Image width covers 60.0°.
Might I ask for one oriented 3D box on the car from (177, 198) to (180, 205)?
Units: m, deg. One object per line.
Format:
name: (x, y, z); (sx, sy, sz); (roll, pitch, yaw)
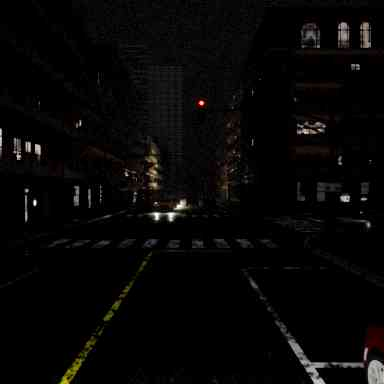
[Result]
car: (-3.121, 1.559, 49.277); (2.033, 1.411, 5.357); (0, 0, 0)

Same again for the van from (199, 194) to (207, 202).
van: (2.640, 1.377, 78.458); (1.690, 1.788, 3.998); (-1, 0, 0)

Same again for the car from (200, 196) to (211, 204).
car: (2.649, 1.576, 67.402); (2.008, 1.369, 4.403); (-1, 0, 0)

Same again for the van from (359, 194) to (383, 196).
van: (15.628, 1.035, 27.397); (3.998, 1.788, 1.690); (-1, 1, -1)

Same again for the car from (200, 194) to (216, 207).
car: (2.656, 1.453, 50.819); (1.967, 1.590, 4.097); (-1, 0, 0)

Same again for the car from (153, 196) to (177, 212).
car: (-3.117, 1.483, 39.313); (1.882, 1.535, 5.008); (0, 0, 0)

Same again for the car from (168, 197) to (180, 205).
car: (-3.106, 1.620, 59.277); (1.895, 1.301, 4.718); (0, 0, 1)

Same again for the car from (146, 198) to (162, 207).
car: (-5.723, 1.579, 50.819); (1.947, 1.339, 4.313); (0, 0, 0)

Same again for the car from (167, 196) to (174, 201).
car: (-5.743, 1.631, 89.515); (1.802, 1.307, 4.206); (-1, 0, 0)

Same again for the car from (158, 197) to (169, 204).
car: (-5.732, 1.608, 67.403); (1.802, 1.307, 4.206); (-1, 0, 0)

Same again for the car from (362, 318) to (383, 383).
car: (2.684, 1.544, 1.819); (1.887, 1.381, 4.507); (0, 0, 0)

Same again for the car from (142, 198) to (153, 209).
car: (-5.719, 1.560, 45.292); (2.008, 1.369, 4.403); (0, 0, 0)

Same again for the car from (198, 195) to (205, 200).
car: (2.633, 1.600, 95.042); (1.887, 1.381, 4.507); (-1, 0, 0)

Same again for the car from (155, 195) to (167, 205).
car: (-5.730, 1.461, 61.875); (1.967, 1.590, 4.097); (-1, 0, 0)

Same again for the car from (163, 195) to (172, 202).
car: (-5.738, 1.561, 78.289); (1.752, 1.417, 4.829); (-1, 0, 0)

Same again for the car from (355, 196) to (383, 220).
car: (15.026, 1.229, 24.816); (4.892, 1.490, 1.837); (-1, 0, -1)

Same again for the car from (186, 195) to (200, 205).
car: (0.071, 1.371, 59.115); (2.097, 1.767, 4.553); (0, 0, 0)
